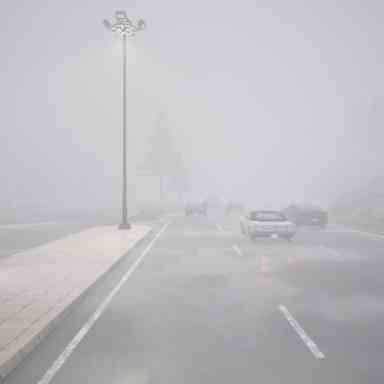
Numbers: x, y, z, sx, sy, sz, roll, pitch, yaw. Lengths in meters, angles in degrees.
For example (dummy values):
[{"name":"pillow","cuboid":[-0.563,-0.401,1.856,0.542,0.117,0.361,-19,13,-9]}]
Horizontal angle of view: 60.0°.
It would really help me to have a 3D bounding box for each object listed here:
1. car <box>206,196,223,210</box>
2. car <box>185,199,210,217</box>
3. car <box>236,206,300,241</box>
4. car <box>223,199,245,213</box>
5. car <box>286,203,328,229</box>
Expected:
[{"name":"car","cuboid":[2.824,1.352,42.685,2.097,1.767,4.553,0,0,15]},{"name":"car","cuboid":[0.472,1.601,31.465,1.895,1.301,4.718,0,0,4]},{"name":"car","cuboid":[3.601,1.601,16.732,1.895,1.301,4.718,0,0,0]},{"name":"car","cuboid":[4.814,1.526,36.537,1.812,1.442,4.674,0,0,12]},{"name":"car","cuboid":[7.120,1.477,21.733,1.882,1.535,5.008,0,0,0]}]
